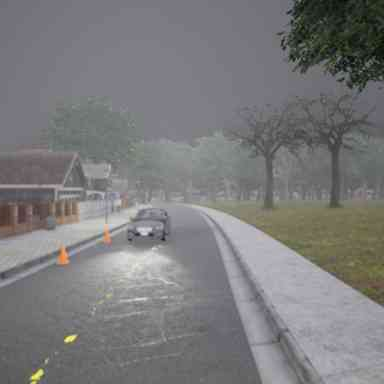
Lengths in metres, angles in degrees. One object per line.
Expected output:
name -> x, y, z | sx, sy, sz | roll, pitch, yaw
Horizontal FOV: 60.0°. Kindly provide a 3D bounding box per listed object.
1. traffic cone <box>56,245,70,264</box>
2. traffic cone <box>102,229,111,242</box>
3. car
traffic cone -> -4.189, 2.015, 10.831 | 0.340, 0.580, 0.340 | 0, 0, 2
traffic cone -> -4.038, 2.050, 15.790 | 0.340, 0.580, 0.340 | 0, 0, 1
car -> -2.071, 1.597, 17.160 | 2.128, 1.511, 4.902 | 0, 0, 1
